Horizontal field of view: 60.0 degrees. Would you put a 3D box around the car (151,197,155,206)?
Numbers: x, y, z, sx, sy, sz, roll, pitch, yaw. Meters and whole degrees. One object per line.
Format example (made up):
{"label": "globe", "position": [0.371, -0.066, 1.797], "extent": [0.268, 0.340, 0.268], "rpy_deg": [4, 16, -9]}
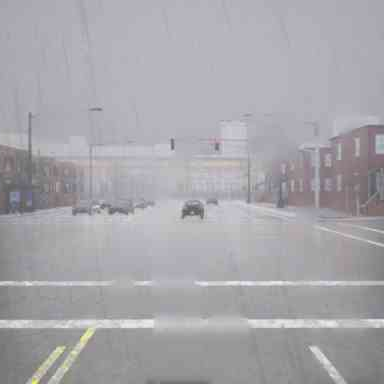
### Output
{"label": "car", "position": [-7.093, 1.502, 54.151], "extent": [1.837, 1.490, 4.892], "rpy_deg": [0, 0, 0]}

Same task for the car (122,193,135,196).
{"label": "car", "position": [-10.602, 1.218, 54.776], "extent": [2.150, 2.045, 5.566], "rpy_deg": [0, 0, -1]}

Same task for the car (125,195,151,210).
{"label": "car", "position": [-7.098, 1.489, 44.060], "extent": [2.128, 1.511, 4.902], "rpy_deg": [0, 0, 0]}

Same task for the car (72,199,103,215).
{"label": "car", "position": [-10.599, 1.503, 33.740], "extent": [1.837, 1.490, 4.892], "rpy_deg": [0, 0, 0]}

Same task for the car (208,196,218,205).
{"label": "car", "position": [3.480, 1.502, 58.473], "extent": [1.837, 1.490, 4.892], "rpy_deg": [0, 0, 0]}

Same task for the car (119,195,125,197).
{"label": "car", "position": [-10.604, 1.545, 44.119], "extent": [2.033, 1.411, 5.357], "rpy_deg": [0, 0, 0]}

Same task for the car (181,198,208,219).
{"label": "car", "position": [0.079, 1.490, 29.490], "extent": [2.128, 1.511, 4.902], "rpy_deg": [0, 0, 1]}

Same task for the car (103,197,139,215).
{"label": "car", "position": [-7.103, 1.546, 34.079], "extent": [2.033, 1.411, 5.357], "rpy_deg": [0, 0, 0]}
